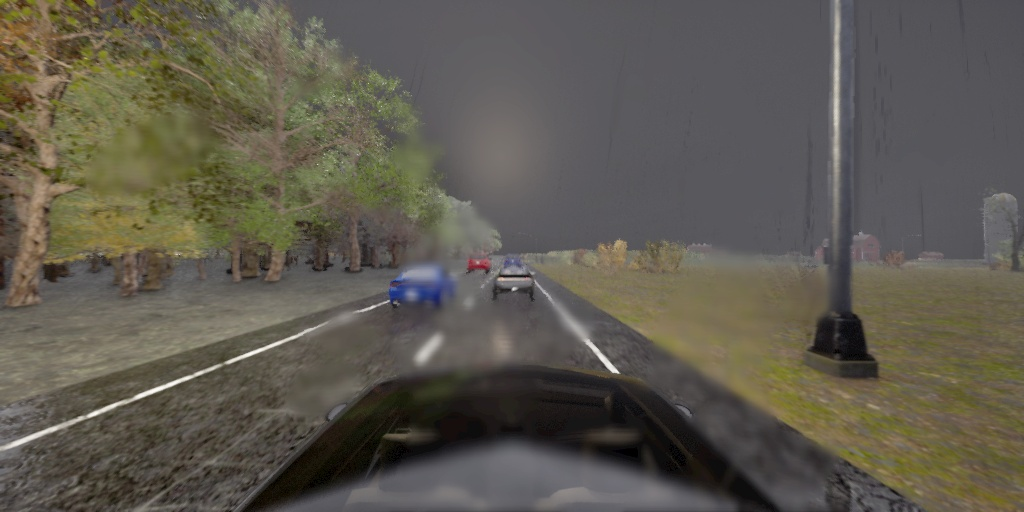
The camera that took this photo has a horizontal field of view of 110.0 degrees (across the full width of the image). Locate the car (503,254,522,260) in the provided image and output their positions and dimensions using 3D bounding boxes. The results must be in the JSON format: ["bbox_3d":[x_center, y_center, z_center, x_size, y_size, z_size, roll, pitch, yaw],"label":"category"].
[{"bbox_3d":[0.087,0.714,45.901,2.150,2.045,5.566,0,0,0],"label":"car"}]

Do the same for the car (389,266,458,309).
[{"bbox_3d":[-3.404,1.155,14.641,1.882,1.535,5.008,0,0,0],"label":"car"}]

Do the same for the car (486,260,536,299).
[{"bbox_3d":[0.094,1.154,17.233,2.128,1.511,4.902,0,0,0],"label":"car"}]

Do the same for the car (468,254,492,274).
[{"bbox_3d":[-3.410,0.761,38.205,2.150,2.045,5.566,0,0,0],"label":"car"}]
